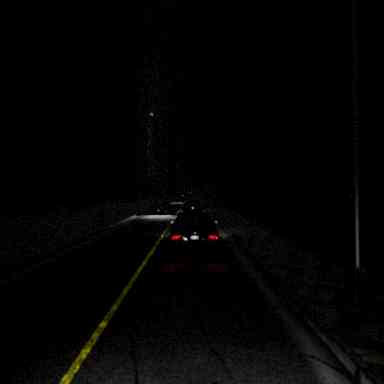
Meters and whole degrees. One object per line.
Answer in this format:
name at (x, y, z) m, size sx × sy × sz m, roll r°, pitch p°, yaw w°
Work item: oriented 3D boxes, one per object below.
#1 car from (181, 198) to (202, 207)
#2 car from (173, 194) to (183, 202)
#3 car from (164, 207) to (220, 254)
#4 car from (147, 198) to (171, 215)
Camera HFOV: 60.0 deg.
car at (0.082, 1.537, 34.433) m, size 1.994 × 1.385 × 4.181 m, roll 0°, pitch 0°, yaw 0°
car at (-3.030, 1.483, 73.608) m, size 2.128 × 1.511 × 4.902 m, roll 0°, pitch 0°, yaw 0°
car at (0.089, 1.539, 13.379) m, size 2.033 × 1.411 × 5.357 m, roll 0°, pitch 0°, yaw 0°
car at (-3.111, 1.539, 32.881) m, size 1.994 × 1.385 × 4.181 m, roll 0°, pitch 0°, yaw 0°
